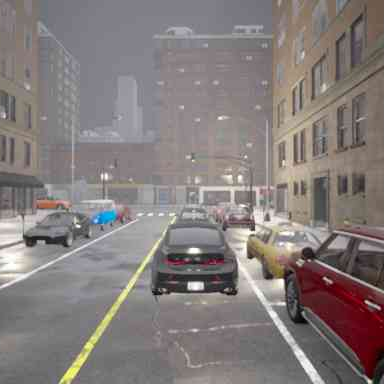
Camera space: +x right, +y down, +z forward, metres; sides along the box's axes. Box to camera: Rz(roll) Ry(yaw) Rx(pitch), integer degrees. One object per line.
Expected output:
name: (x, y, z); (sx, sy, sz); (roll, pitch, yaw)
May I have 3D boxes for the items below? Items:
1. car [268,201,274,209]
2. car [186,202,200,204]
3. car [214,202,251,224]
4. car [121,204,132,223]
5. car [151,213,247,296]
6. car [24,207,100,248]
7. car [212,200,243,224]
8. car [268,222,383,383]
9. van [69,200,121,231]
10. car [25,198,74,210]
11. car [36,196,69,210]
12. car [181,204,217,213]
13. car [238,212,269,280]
car: (13.432, 1.643, 48.739); (4.553, 1.767, 2.097); (0, -1, 0)
car: (0.057, 1.623, 29.130); (2.033, 1.411, 5.357); (0, 0, -1)
car: (2.665, 1.491, 20.586); (1.967, 1.590, 4.097); (1, 0, 0)
car: (-5.865, 1.611, 26.065); (1.887, 1.381, 4.507); (1, 0, 0)
car: (0.040, 1.524, 8.665); (1.837, 1.490, 4.892); (0, 0, -1)
car: (-5.858, 1.602, 15.100); (1.947, 1.339, 4.313); (1, 0, 0)
car: (2.661, 1.506, 26.069); (1.967, 1.590, 4.097); (1, 0, 0)
car: (2.676, 1.324, 4.138); (2.192, 1.841, 5.009); (1, 0, 0)
van: (-5.860, 1.393, 20.583); (1.690, 1.788, 3.998); (1, 0, 0)
car: (-18.005, 1.514, 42.215); (5.357, 1.411, 2.033); (0, -1, 0)
car: (-16.407, 1.289, 38.959); (4.553, 1.767, 2.097); (0, -1, 0)
car: (0.090, 1.568, 17.227); (1.812, 1.442, 4.674); (0, 0, 0)
car: (2.670, 1.547, 9.791); (1.752, 1.417, 4.829); (1, 0, 0)
